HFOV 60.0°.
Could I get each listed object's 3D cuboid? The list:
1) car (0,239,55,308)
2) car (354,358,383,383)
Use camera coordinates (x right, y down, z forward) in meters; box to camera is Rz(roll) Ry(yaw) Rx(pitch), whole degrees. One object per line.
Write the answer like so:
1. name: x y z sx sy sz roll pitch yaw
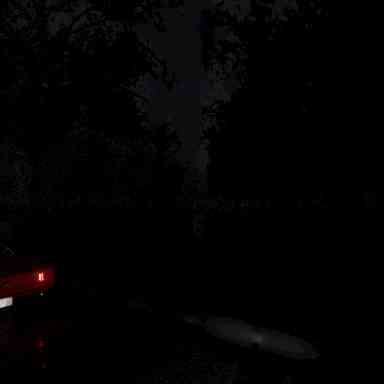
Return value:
1. car: -5.016 1.611 6.981 4.718 1.301 1.895 0 0 36
2. car: 3.139 1.504 1.139 4.892 1.490 1.837 0 0 35
